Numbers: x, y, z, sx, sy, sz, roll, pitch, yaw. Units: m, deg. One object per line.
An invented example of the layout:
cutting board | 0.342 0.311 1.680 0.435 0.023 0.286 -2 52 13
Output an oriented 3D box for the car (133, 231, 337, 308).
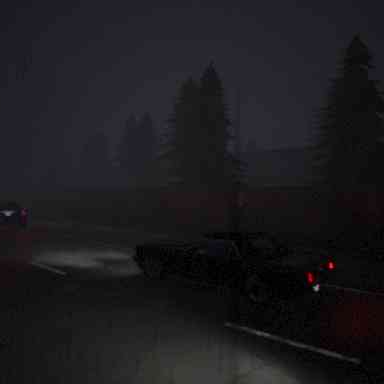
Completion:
car | 0.759 1.595 8.000 4.718 1.301 1.895 0 0 38

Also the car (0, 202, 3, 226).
car | -8.722 1.281 11.880 4.553 1.767 2.097 0 0 44

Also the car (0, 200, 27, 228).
car | -11.684 1.250 20.270 2.097 1.767 4.553 0 0 -41
